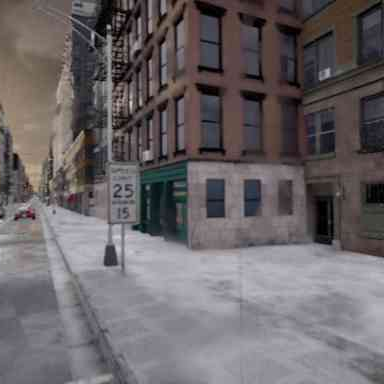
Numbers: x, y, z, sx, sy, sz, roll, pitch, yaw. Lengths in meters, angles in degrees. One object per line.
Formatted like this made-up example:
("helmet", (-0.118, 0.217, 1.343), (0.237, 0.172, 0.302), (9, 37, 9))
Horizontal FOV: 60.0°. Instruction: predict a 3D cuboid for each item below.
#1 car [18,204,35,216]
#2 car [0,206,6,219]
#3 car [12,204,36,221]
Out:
("car", (-21.390, 2.310, 43.190), (1.812, 1.442, 4.674), (0, -1, -25))
("car", (-21.670, 2.238, 36.681), (2.033, 1.411, 5.357), (0, -1, -25))
("car", (-17.000, 2.126, 33.892), (1.812, 1.442, 4.674), (0, -1, -25))
